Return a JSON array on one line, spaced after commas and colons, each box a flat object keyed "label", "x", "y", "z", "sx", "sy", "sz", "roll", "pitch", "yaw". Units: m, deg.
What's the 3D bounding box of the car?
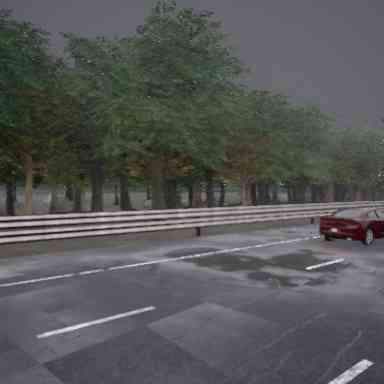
[{"label": "car", "x": 7.849, "y": 1.445, "z": 15.331, "sx": 5.008, "sy": 1.535, "sz": 1.882, "roll": 0, "pitch": 0, "yaw": -38}]
